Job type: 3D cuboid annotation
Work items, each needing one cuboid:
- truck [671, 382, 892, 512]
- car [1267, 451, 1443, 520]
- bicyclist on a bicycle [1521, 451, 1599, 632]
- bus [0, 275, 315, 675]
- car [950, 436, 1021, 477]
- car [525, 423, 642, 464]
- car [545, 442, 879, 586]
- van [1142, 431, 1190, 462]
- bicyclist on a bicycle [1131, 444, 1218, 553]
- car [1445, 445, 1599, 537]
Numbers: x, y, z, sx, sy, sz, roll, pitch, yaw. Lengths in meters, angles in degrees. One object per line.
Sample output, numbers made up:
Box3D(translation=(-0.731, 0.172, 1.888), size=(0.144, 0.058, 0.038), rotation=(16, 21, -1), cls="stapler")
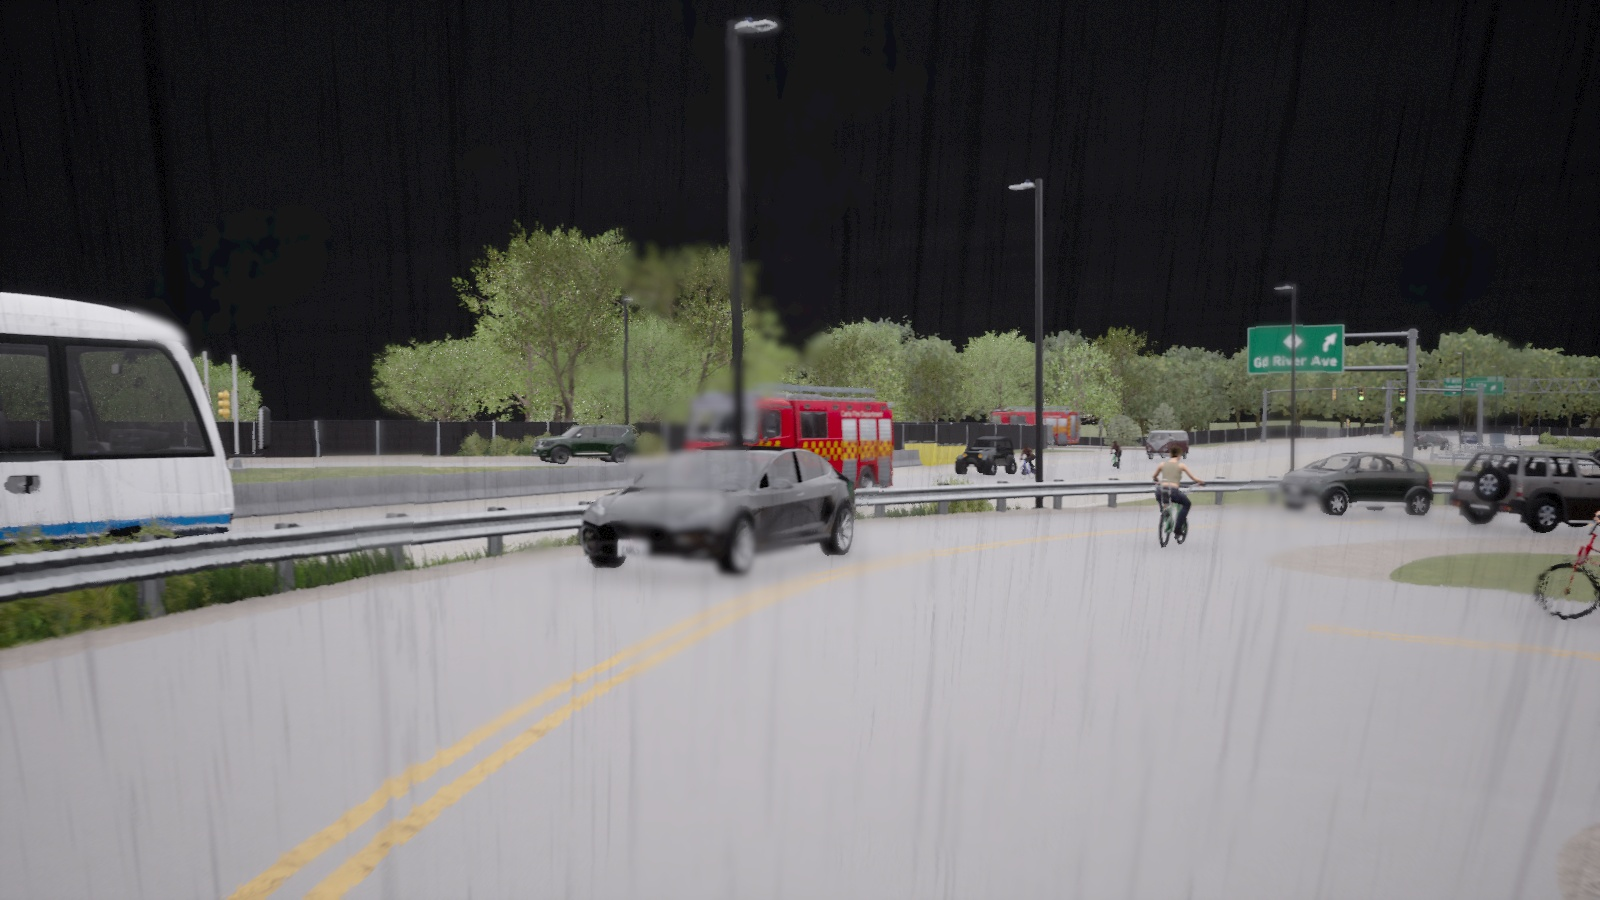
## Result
Box3D(translation=(-0.386, -0.181, 41.256), size=(2.891, 3.827, 8.468), rotation=(1, 2, 34), cls="truck")
Box3D(translation=(13.855, 0.870, 31.384), size=(3.705, 1.549, 1.789), rotation=(2, 1, -17), cls="car")
Box3D(translation=(7.595, 0.848, 11.599), size=(1.509, 1.612, 0.866), rotation=(2, 1, 34), cls="bicyclist on a bicycle")
Box3D(translation=(-10.891, 0.262, 13.329), size=(3.944, 4.253, 10.273), rotation=(1, 2, 34), cls="bus")
Box3D(translation=(9.125, 0.291, 61.519), size=(1.905, 1.878, 3.866), rotation=(1, 2, 34), cls="car")
Box3D(translation=(-11.245, -0.332, 65.441), size=(5.566, 2.045, 2.150), rotation=(0, 2, -30), cls="car")
Box3D(translation=(-0.877, 0.678, 15.823), size=(2.163, 1.488, 4.792), rotation=(1, 0, 24), cls="car")
Box3D(translation=(24.619, -0.285, 84.319), size=(1.775, 1.987, 4.442), rotation=(1, 2, 34), cls="van")
Box3D(translation=(5.967, 0.747, 19.976), size=(0.866, 1.612, 1.509), rotation=(3, 1, 32), cls="bicyclist on a bicycle")
Box3D(translation=(17.176, 0.932, 28.248), size=(4.605, 1.855, 1.932), rotation=(2, 2, -17), cls="car")
